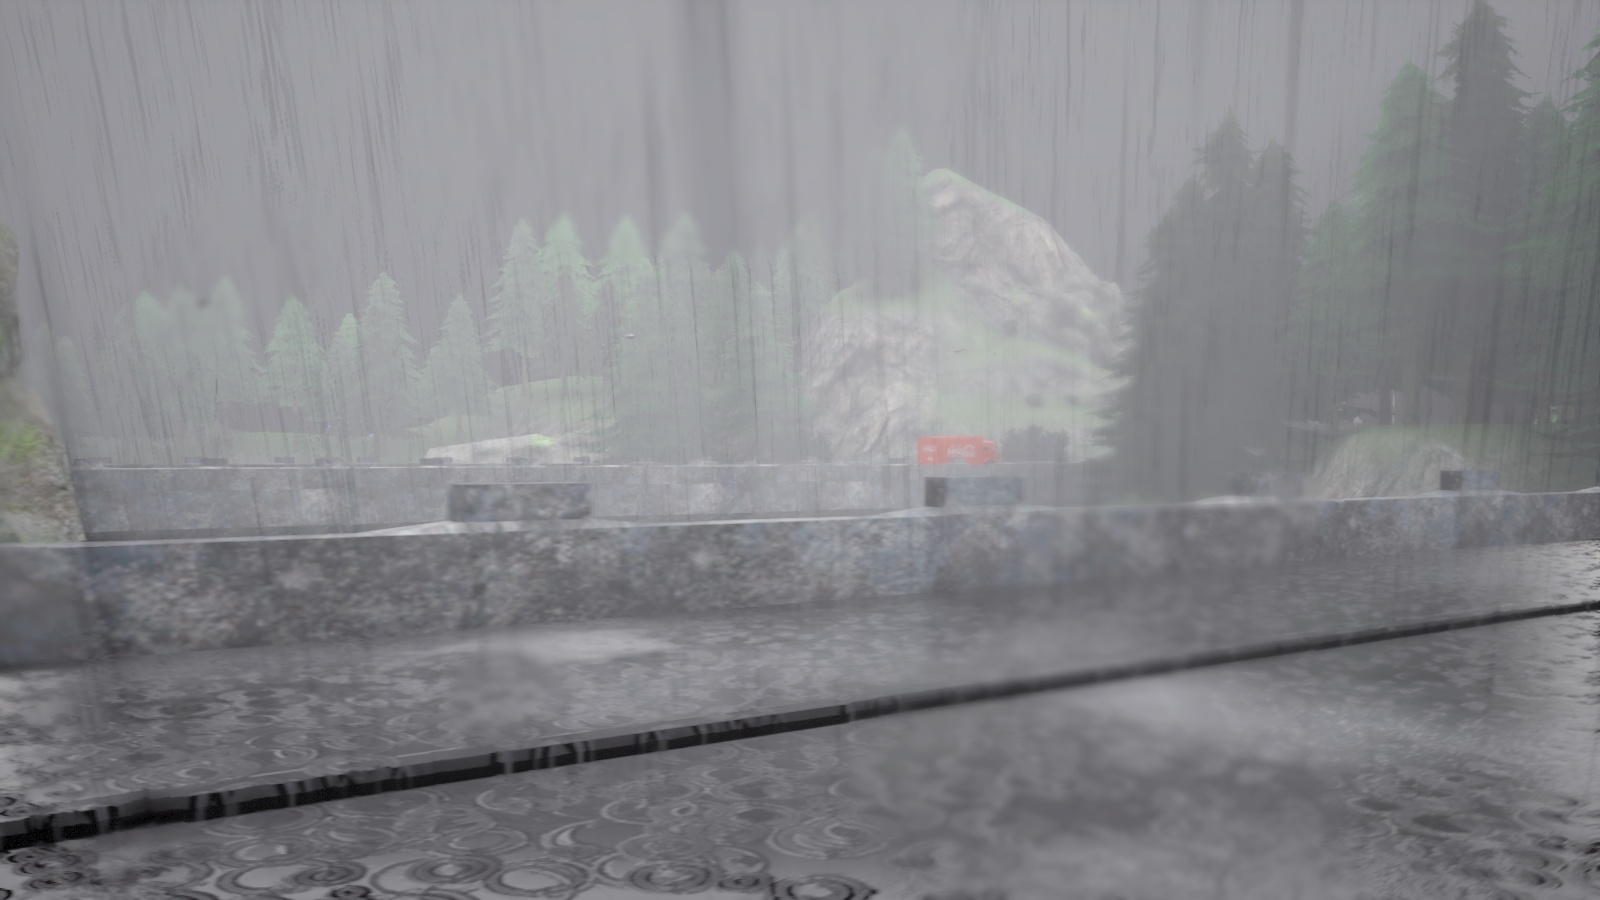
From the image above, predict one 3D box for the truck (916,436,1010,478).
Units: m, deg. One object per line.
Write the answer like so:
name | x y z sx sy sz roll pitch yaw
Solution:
truck | 9.924 0.428 76.311 5.204 2.467 2.627 0 0 -35
